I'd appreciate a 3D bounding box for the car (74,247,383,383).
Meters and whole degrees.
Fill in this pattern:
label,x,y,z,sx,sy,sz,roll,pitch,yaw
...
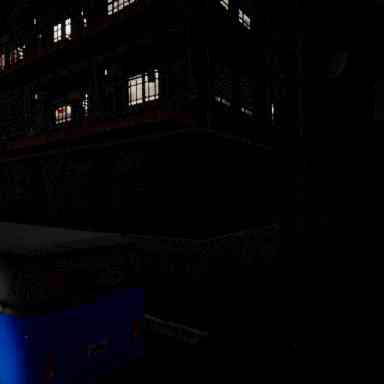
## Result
label,x,y,z,sx,sy,sz,roll,pitch,yaw
car,2.036,1.315,1.243,5.009,1.841,2.192,0,-1,36

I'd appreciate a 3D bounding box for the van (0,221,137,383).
label,x,y,z,sx,sy,sz,roll,pitch,yaw
van,-2.454,1.343,4.475,3.998,1.788,1.690,0,-1,36
